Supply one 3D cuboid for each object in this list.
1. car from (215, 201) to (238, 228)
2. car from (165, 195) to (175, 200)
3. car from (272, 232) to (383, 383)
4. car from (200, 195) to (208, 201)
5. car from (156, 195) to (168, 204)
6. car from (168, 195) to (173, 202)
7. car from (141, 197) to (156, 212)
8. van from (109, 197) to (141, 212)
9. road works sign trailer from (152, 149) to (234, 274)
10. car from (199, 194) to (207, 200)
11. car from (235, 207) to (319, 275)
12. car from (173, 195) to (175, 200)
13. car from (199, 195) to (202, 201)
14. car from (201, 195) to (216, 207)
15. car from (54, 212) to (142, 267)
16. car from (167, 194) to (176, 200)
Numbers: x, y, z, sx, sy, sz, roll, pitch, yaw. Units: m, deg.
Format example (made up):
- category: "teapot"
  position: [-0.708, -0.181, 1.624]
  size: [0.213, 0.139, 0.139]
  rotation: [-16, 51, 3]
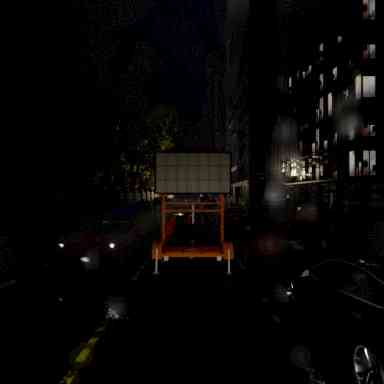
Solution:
- category: "car"
  position: [2.728, 1.514, 21.980]
  size: [1.752, 1.417, 4.829]
  rotation: [0, 0, 0]
- category: "car"
  position: [-5.553, 1.396, 84.344]
  size: [2.008, 1.369, 4.403]
  rotation: [0, 0, 0]
- category: "car"
  position: [2.700, 1.566, 4.763]
  size: [1.947, 1.339, 4.313]
  rotation: [0, 0, 0]
- category: "car"
  position: [2.818, 1.430, 78.623]
  size: [1.947, 1.339, 4.313]
  rotation: [0, 0, 0]
- category: "car"
  position: [-5.598, 1.474, 55.929]
  size: [1.887, 1.381, 4.507]
  rotation: [0, 0, 0]
- category: "car"
  position: [-5.581, 1.450, 67.296]
  size: [2.008, 1.369, 4.403]
  rotation: [0, 0, 0]
- category: "car"
  position: [-5.626, 1.546, 38.881]
  size: [1.802, 1.307, 4.206]
  rotation: [0, 0, 0]
- category: "van"
  position: [-5.643, 1.323, 27.515]
  size: [1.690, 1.788, 3.998]
  rotation: [0, 0, 0]
- category: "road works sign trailer"
  position: [0.032, 0.462, 10.506]
  size: [2.380, 3.560, 2.880]
  rotation: [0, 0, 1]
- category: "car"
  position: [2.836, 1.377, 89.987]
  size: [2.008, 1.369, 4.403]
  rotation: [0, 0, 0]
- category: "car"
  position: [2.710, 1.438, 10.444]
  size: [1.967, 1.590, 4.097]
  rotation: [0, 0, 0]
- category: "car"
  position: [-5.562, 1.390, 78.490]
  size: [1.752, 1.417, 4.829]
  rotation: [0, 0, 0]
- category: "car"
  position: [2.800, 1.444, 67.261]
  size: [1.887, 1.381, 4.507]
  rotation: [0, 0, 0]
- category: "car"
  position: [2.773, 1.524, 50.217]
  size: [1.802, 1.307, 4.206]
  rotation: [0, 0, 0]
- category: "car"
  position: [-2.984, 1.598, 11.561]
  size: [1.895, 1.301, 4.718]
  rotation: [0, 0, 0]
- category: "car"
  position: [-5.544, 1.376, 90.027]
  size: [2.008, 1.369, 4.403]
  rotation: [0, 0, 0]
